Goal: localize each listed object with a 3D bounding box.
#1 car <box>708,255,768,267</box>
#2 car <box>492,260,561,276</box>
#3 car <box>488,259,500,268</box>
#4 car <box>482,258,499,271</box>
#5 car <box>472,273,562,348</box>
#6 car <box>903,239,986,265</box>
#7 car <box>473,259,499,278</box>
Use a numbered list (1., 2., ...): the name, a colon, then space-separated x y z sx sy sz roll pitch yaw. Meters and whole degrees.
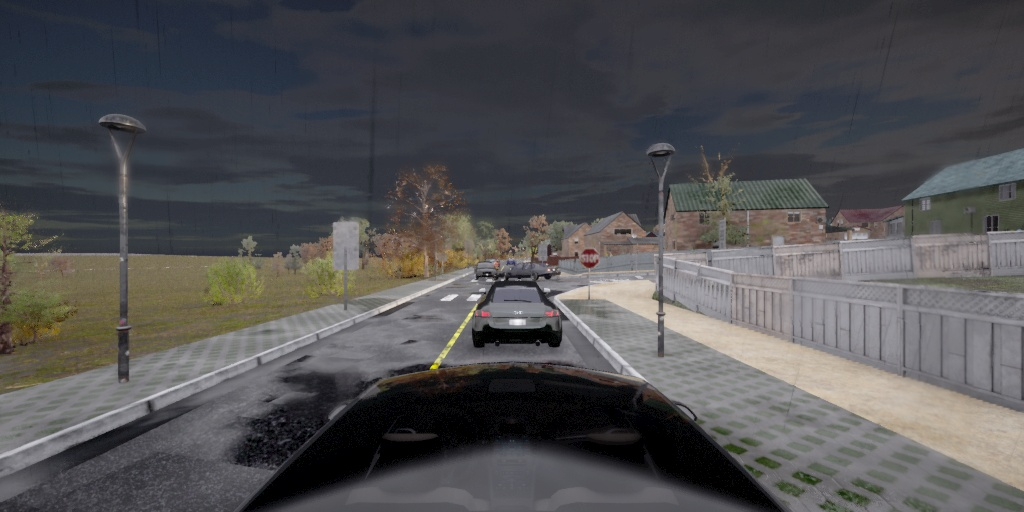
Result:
1. car: 14.329 0.413 22.714 4.181 1.385 1.994 -3 0 16
2. car: 1.262 1.198 28.300 5.357 1.411 2.033 -4 -3 43
3. car: -3.000 1.256 61.054 1.882 1.535 5.008 0 0 0
4. car: -2.986 1.121 51.017 2.097 1.767 4.553 0 0 0
5. car: 0.081 1.313 9.282 1.994 1.385 4.181 0 0 -1
6. car: 23.836 -0.208 20.318 4.902 1.511 2.128 -3 0 14
7. car: -2.334 1.258 31.201 1.837 1.490 4.892 0 0 -8
